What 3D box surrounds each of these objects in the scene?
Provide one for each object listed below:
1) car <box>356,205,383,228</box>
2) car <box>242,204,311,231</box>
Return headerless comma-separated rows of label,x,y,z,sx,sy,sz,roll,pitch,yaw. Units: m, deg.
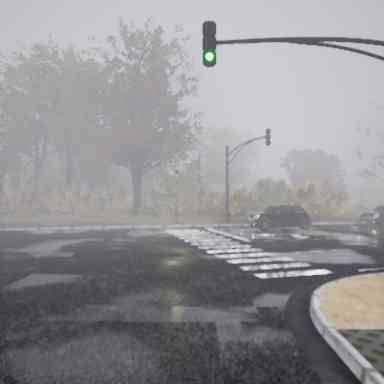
car,14.852,1.749,25.288,4.553,1.767,2.097,1,0,-16
car,5.676,1.622,22.523,4.553,1.767,2.097,1,0,-17
